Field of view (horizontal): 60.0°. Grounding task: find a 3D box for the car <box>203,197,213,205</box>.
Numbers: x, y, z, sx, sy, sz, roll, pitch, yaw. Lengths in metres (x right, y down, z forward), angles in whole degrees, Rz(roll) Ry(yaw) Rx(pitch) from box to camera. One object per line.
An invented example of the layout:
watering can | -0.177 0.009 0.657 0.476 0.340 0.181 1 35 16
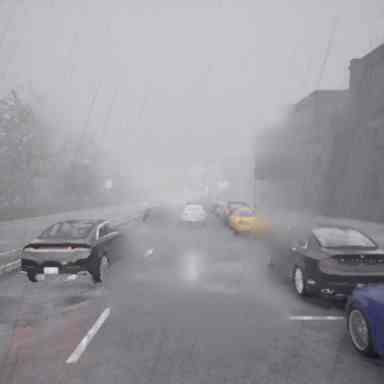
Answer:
car | 3.269 1.905 69.747 1.946 1.575 5.366 0 0 0

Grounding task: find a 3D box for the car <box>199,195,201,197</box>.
car | 3.327 1.952 76.619 2.231 1.521 4.892 0 0 1

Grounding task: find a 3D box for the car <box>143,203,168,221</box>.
car | -3.132 1.705 29.177 1.812 1.442 4.674 0 0 0

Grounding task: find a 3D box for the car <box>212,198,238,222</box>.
car | 3.259 1.668 30.947 1.946 1.575 5.366 0 0 0

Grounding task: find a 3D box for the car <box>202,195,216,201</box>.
car | 3.265 1.555 53.016 2.435 2.045 5.566 0 0 0

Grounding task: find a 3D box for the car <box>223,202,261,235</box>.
car | 3.246 1.600 19.895 1.946 1.575 5.366 0 0 0

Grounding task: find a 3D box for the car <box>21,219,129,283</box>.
car | -3.140 1.552 9.848 2.128 1.511 4.902 0 0 0

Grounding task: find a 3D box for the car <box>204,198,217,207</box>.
car | 3.266 1.838 58.697 1.946 1.575 5.366 0 0 0

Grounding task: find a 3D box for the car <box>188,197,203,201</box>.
car | 0.136 1.764 42.176 1.837 1.490 4.892 0 0 0

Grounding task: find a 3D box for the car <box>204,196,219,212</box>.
car | 3.265 1.772 47.331 2.231 1.521 4.892 0 0 0

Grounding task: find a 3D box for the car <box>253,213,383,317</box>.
car | 3.234 1.535 8.653 2.231 1.521 4.892 0 0 0

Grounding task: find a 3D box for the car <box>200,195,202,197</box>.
car | 3.268 1.748 64.006 2.185 1.767 4.553 0 0 0

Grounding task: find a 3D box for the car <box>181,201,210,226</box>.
car | 0.130 1.678 24.685 1.812 1.442 4.674 0 0 0
